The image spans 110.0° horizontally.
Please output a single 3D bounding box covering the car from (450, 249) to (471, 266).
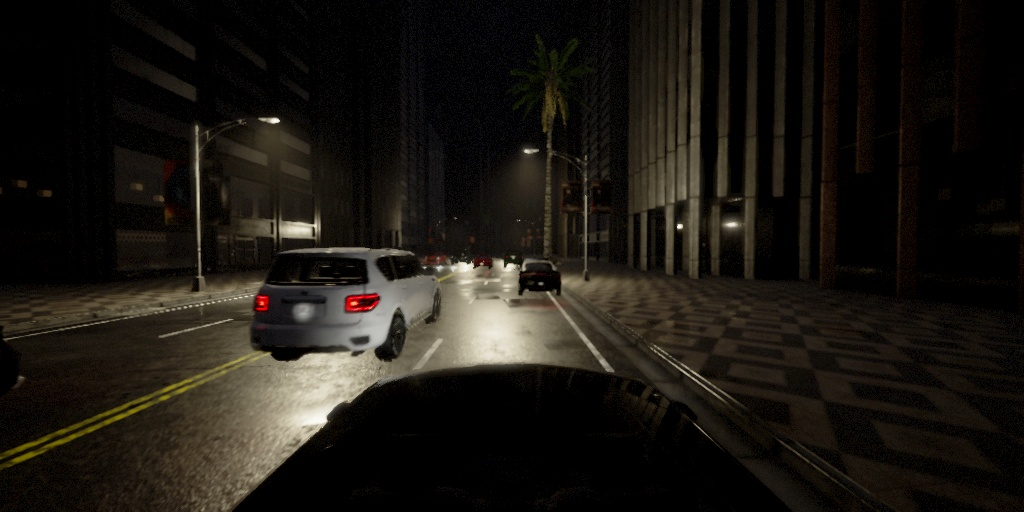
[{"bbox_3d":[-6.409,0.133,45.997,2.150,2.045,5.566,0,1,1],"label":"car"}]

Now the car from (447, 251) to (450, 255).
[{"bbox_3d":[-9.661,0.273,45.330,2.097,1.767,4.553,0,1,0],"label":"car"}]

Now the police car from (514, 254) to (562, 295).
[{"bbox_3d":[1.196,0.874,17.272,1.930,1.638,5.238,0,1,0],"label":"police car"}]

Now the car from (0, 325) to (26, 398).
[{"bbox_3d":[-6.601,1.235,2.013,2.128,1.511,4.902,0,1,0],"label":"car"}]

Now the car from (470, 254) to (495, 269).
[{"bbox_3d":[-3.011,0.583,38.083,1.812,1.442,4.674,0,1,0],"label":"car"}]

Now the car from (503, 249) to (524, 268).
[{"bbox_3d":[0.182,0.235,40.603,2.150,2.045,5.566,0,1,1],"label":"car"}]

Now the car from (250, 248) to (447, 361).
[{"bbox_3d":[-3.128,0.847,8.089,2.150,2.045,5.566,0,1,0],"label":"car"}]
